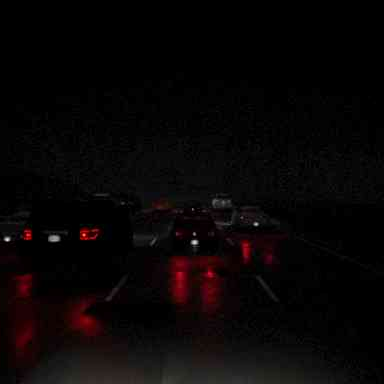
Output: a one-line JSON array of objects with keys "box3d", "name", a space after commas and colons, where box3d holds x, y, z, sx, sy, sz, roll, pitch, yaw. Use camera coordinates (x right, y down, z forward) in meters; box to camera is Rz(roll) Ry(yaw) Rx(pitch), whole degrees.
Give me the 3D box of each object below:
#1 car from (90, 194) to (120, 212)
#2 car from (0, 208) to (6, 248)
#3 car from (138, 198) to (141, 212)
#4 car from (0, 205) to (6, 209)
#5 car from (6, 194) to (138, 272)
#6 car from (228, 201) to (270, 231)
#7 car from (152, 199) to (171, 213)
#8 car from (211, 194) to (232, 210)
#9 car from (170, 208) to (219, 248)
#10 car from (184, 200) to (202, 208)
[{"box3d": [-10.405, 1.236, 40.129, 2.150, 2.045, 5.566, 0, 0, 0], "name": "car"}, {"box3d": [-6.902, 1.531, 14.798, 1.812, 1.442, 4.674, 0, 0, 0], "name": "car"}, {"box3d": [-6.896, 1.235, 35.988, 2.150, 2.045, 5.566, 0, 0, 0], "name": "car"}, {"box3d": [-10.475, 1.500, 19.624, 2.128, 1.511, 4.902, 0, 0, 0], "name": "car"}, {"box3d": [-3.399, 1.228, 10.890, 2.150, 2.045, 5.566, 0, 0, 0], "name": "car"}, {"box3d": [3.530, 1.532, 20.512, 1.812, 1.442, 4.674, 0, 0, 1], "name": "car"}, {"box3d": [-3.397, 1.490, 37.808, 1.882, 1.535, 5.008, 0, 0, 0], "name": "car"}, {"box3d": [3.596, 1.235, 40.589, 2.150, 2.045, 5.566, 0, 0, 0], "name": "car"}, {"box3d": [0.102, 1.606, 14.754, 1.895, 1.301, 4.718, 0, 0, 0], "name": "car"}, {"box3d": [0.101, 1.536, 35.066, 1.812, 1.442, 4.674, 0, 0, 0], "name": "car"}]
